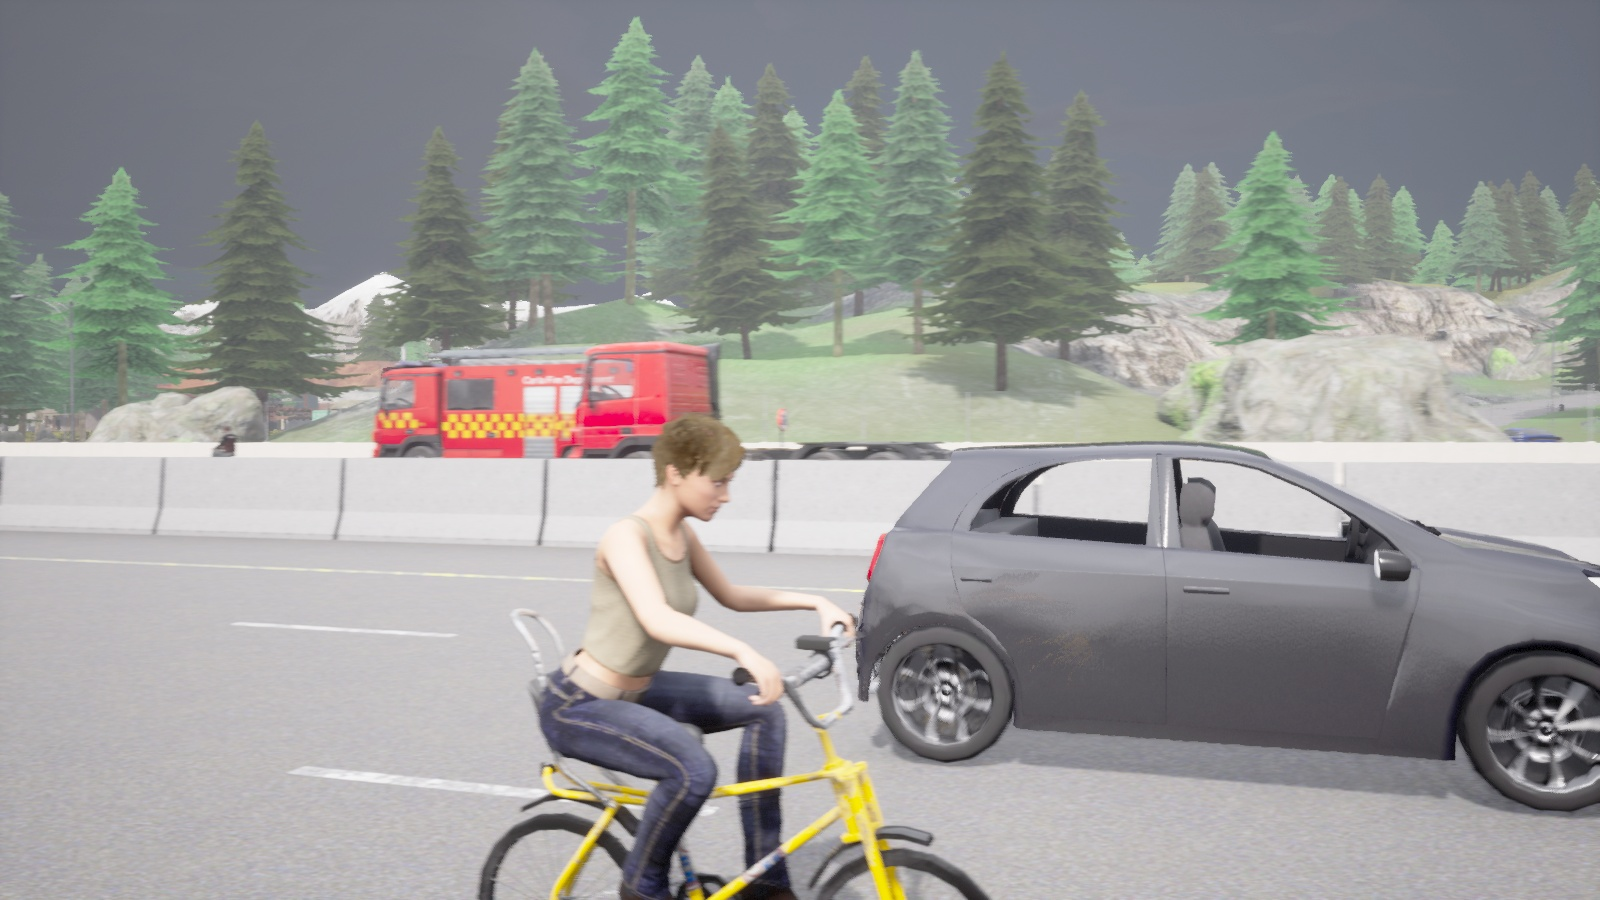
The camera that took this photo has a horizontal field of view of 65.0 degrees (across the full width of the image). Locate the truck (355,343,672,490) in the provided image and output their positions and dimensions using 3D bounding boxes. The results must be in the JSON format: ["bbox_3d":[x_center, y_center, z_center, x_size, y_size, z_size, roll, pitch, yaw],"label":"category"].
[{"bbox_3d":[-8.083,-0.937,35.435,8.468,3.827,2.891,1,1,19],"label":"truck"}]

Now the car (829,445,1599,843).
[{"bbox_3d":[2.153,0.750,6.161,3.633,1.501,1.845,1,1,19],"label":"car"}]

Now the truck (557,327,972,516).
[{"bbox_3d":[-0.706,-0.568,25.589,7.936,3.462,2.891,1,1,18],"label":"truck"}]

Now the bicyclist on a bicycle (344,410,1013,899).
[{"bbox_3d":[-0.272,0.710,3.278,1.509,1.612,0.866,1,1,18],"label":"bicyclist on a bicycle"}]

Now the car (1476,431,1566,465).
[{"bbox_3d":[36.339,-0.132,63.462,1.882,1.535,5.008,0,2,3],"label":"car"}]
